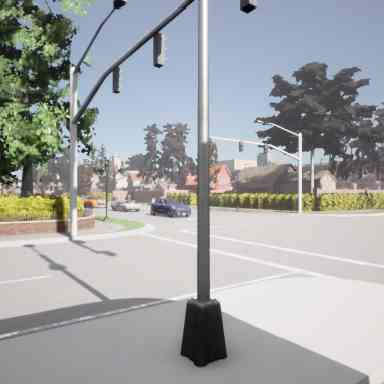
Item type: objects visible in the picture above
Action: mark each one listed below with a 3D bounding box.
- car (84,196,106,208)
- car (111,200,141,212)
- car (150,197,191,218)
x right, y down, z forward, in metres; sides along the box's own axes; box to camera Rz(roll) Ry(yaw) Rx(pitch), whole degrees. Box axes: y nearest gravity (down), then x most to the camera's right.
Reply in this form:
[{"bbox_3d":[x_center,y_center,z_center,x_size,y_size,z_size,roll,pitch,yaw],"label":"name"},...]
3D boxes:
[{"bbox_3d":[-13.631,1.352,46.913,2.097,1.767,4.553,0,0,-36],"label":"car"},{"bbox_3d":[-7.745,1.601,38.770,1.895,1.301,4.718,0,0,-36],"label":"car"},{"bbox_3d":[-2.005,1.352,30.831,2.097,1.767,4.553,0,0,-36],"label":"car"}]
